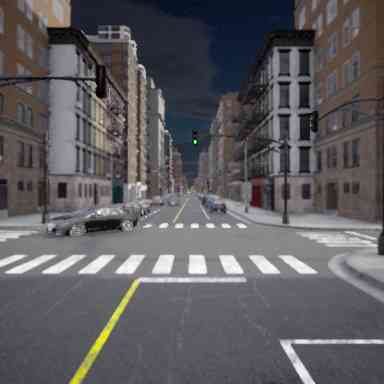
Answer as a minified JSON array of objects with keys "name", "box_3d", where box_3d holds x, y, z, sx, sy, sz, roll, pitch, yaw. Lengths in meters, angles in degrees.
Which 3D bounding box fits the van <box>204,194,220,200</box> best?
[{"name":"van","box_3d":[2.666,1.309,40.248,1.690,1.788,3.998,0,0,0]}]

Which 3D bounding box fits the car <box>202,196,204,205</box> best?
[{"name":"car","box_3d":[2.671,1.546,45.654,1.802,1.307,4.206,0,0,0]}]

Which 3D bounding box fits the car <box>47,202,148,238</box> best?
[{"name":"car","box_3d":[-5.108,1.509,17.736,2.128,1.511,4.902,2,2,44]}]

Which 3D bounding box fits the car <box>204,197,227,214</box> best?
[{"name":"car","box_3d":[2.661,1.523,34.841,2.008,1.369,4.403,0,0,0]}]

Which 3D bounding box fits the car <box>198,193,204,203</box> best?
[{"name":"car","box_3d":[2.681,1.271,56.466,2.192,1.841,5.009,0,0,0]}]

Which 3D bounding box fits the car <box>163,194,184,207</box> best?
[{"name":"car","box_3d":[-2.721,1.500,50.142,2.128,1.511,4.902,0,1,0]}]

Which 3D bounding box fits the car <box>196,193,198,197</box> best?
[{"name":"car","box_3d":[2.709,1.476,88.904,1.887,1.381,4.507,0,0,0]}]

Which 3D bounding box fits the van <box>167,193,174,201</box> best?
[{"name":"van","box_3d":[-5.387,1.277,83.501,1.690,1.788,3.998,0,0,0]}]

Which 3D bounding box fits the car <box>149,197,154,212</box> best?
[{"name":"car","box_3d":[-5.373,1.498,34.676,1.752,1.417,4.829,0,0,0]}]

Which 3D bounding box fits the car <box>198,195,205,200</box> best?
[{"name":"car","box_3d":[2.714,1.493,94.310,1.947,1.339,4.313,0,0,0]}]

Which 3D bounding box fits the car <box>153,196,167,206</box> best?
[{"name":"car","box_3d":[-5.380,1.482,56.300,1.752,1.417,4.829,0,0,0]}]

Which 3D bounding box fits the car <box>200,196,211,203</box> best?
[{"name":"car","box_3d":[2.690,1.499,67.279,2.008,1.369,4.403,0,0,0]}]

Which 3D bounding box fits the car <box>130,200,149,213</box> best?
[{"name":"car","box_3d":[-5.371,1.528,29.439,2.008,1.369,4.403,0,0,0]}]

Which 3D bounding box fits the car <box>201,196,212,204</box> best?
[{"name":"car","box_3d":[2.685,1.518,61.873,1.947,1.339,4.313,0,0,0]}]

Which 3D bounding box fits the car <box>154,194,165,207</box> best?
[{"name":"car","box_3d":[-5.378,1.400,51.064,1.967,1.590,4.097,0,0,0]}]
